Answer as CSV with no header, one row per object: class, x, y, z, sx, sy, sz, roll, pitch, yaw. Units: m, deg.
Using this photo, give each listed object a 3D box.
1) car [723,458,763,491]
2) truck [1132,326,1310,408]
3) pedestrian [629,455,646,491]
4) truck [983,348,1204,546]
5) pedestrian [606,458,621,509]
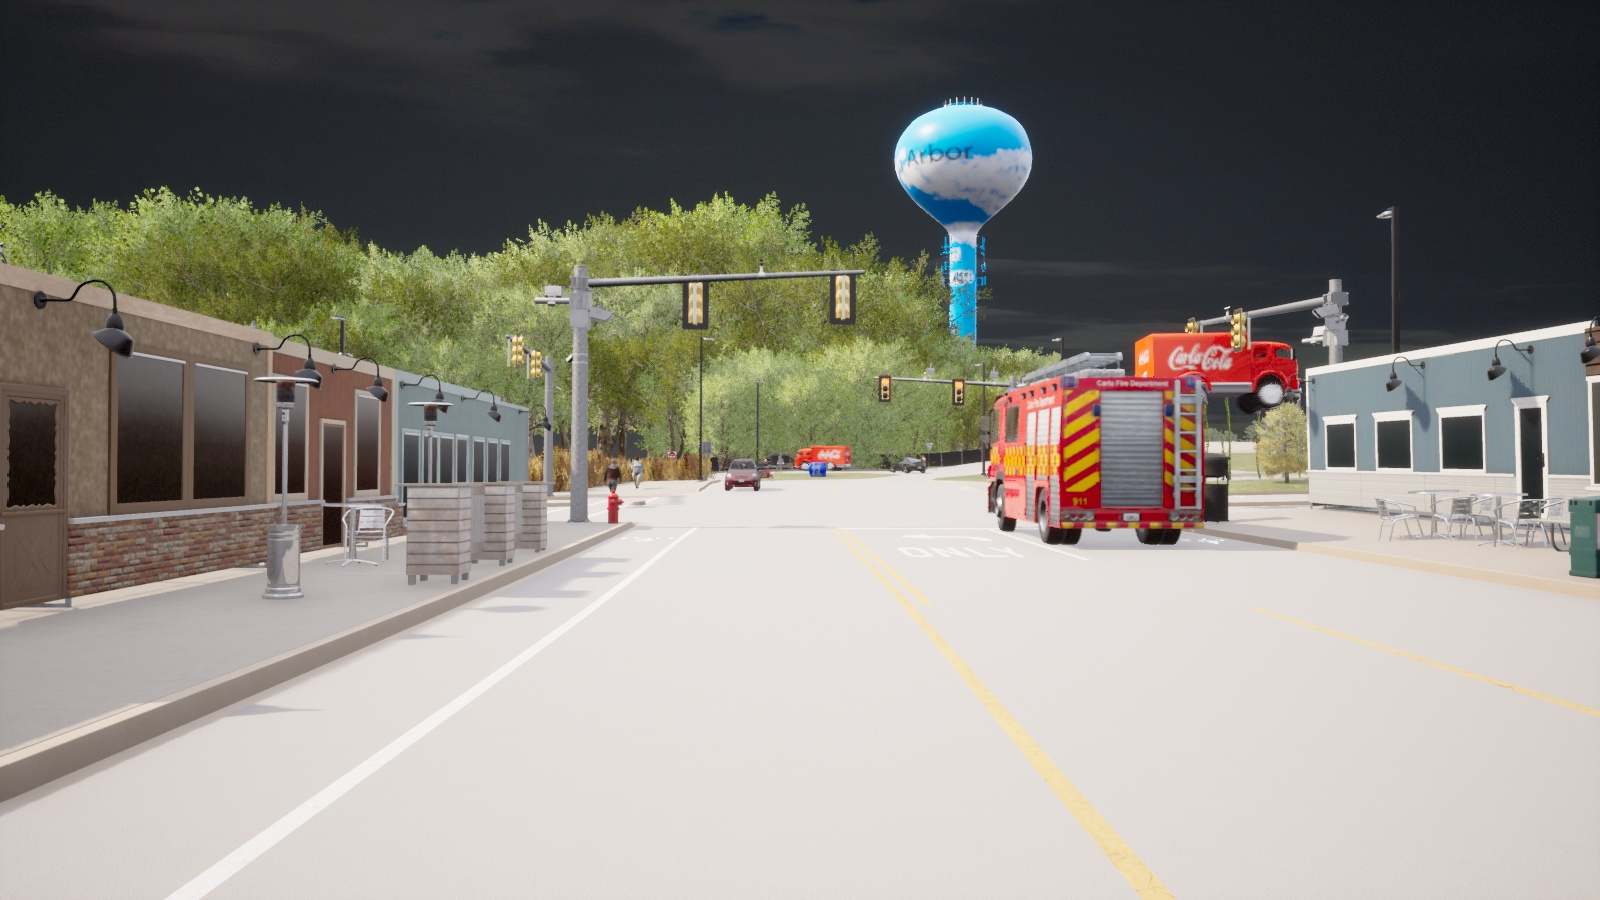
car,-2.920,1.248,64.968,1.851,1.617,3.988,0,1,0
truck,14.475,-2.841,43.500,5.204,2.467,2.627,-1,-3,0
pedestrian,-8.484,1.211,65.627,0.874,1.855,0.900,0,-1,-5
truck,6.314,0.005,28.605,2.891,3.827,8.468,0,-1,-1
pedestrian,-6.813,1.217,45.944,0.376,1.854,0.720,0,-1,6
